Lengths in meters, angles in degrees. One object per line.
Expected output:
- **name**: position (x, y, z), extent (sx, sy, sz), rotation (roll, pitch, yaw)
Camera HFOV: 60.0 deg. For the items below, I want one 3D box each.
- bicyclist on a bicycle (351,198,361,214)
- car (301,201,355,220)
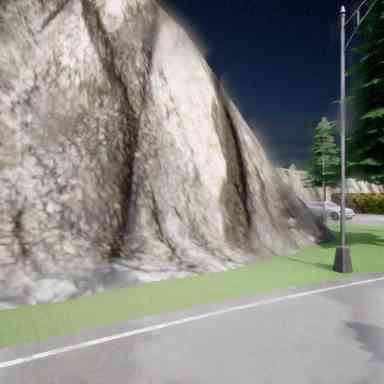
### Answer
- **bicyclist on a bicycle**: position (16.458, 1.453, 33.365), extent (1.656, 1.620, 0.582), rotation (0, 0, -28)
- **car**: position (11.287, 1.526, 27.983), extent (1.812, 1.442, 4.674), rotation (0, 0, -28)
